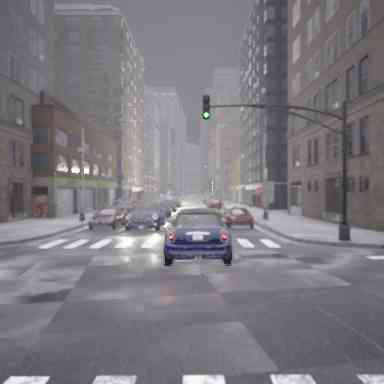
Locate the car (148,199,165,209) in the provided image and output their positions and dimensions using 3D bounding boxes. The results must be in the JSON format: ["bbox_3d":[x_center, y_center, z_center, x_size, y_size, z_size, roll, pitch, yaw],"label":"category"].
[{"bbox_3d":[-5.299,1.786,49.853,2.008,1.369,4.403,-1,0,0],"label":"car"}]

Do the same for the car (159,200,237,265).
[{"bbox_3d":[0.191,1.361,11.926,2.097,1.767,4.553,0,0,0],"label":"car"}]

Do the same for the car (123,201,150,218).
[{"bbox_3d":[-5.422,1.697,33.160,1.887,1.381,4.507,-1,0,0],"label":"car"}]

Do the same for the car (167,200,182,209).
[{"bbox_3d":[-2.617,1.834,50.535,1.895,1.301,4.718,0,0,0],"label":"car"}]

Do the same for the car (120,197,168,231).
[{"bbox_3d":[-2.929,1.445,21.409,2.097,1.767,4.553,0,0,0],"label":"car"}]

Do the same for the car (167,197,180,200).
[{"bbox_3d":[-2.752,1.729,40.405,2.033,1.411,5.357,0,0,1],"label":"car"}]

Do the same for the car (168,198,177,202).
[{"bbox_3d":[-2.856,1.626,30.540,2.128,1.511,4.902,0,0,1],"label":"car"}]

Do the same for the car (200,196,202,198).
[{"bbox_3d":[3.346,1.622,66.503,2.192,1.841,5.009,-1,0,0],"label":"car"}]

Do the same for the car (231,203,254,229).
[{"bbox_3d":[3.022,1.665,21.995,1.802,1.307,4.206,-1,0,0],"label":"car"}]

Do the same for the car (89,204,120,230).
[{"bbox_3d":[-5.503,1.683,22.031,1.802,1.307,4.206,-1,0,0],"label":"car"}]

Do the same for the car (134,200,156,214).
[{"bbox_3d":[-5.382,1.703,38.554,1.752,1.417,4.829,-1,0,0],"label":"car"}]

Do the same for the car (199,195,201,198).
[{"bbox_3d":[3.514,1.943,88.927,1.752,1.417,4.829,-1,0,0],"label":"car"}]

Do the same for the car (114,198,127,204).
[{"bbox_3d":[-5.466,1.441,27.597,2.192,1.841,5.009,-1,0,0],"label":"car"}]

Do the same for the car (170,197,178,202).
[{"bbox_3d":[-4.970,2.026,94.375,1.947,1.339,4.313,-1,0,0],"label":"car"}]

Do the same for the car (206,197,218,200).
[{"bbox_3d":[3.185,1.733,44.248,1.887,1.381,4.507,-1,0,0],"label":"car"}]

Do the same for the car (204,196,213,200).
[{"bbox_3d":[3.224,1.657,49.811,1.967,1.590,4.097,-1,0,0],"label":"car"}]

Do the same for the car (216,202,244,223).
[{"bbox_3d":[3.063,1.634,27.729,1.752,1.417,4.829,-1,0,0],"label":"car"}]
